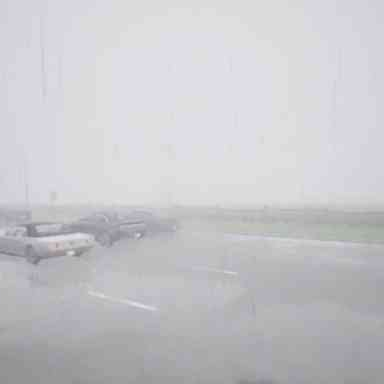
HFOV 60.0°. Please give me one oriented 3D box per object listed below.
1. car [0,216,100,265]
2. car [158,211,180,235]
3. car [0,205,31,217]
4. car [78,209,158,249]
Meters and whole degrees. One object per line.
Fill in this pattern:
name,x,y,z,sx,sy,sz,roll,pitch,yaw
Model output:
car,-5.822,1.765,12.372,4.718,1.301,1.895,-1,-1,36
car,-2.797,1.708,18.830,4.674,1.442,1.812,-1,0,36
car,-15.420,1.876,27.837,5.008,1.535,1.882,-1,0,36
car,-4.277,1.665,15.577,4.902,1.511,2.128,-1,-1,36
